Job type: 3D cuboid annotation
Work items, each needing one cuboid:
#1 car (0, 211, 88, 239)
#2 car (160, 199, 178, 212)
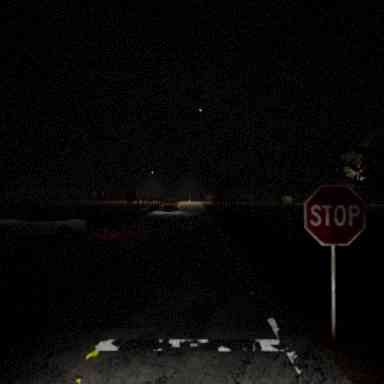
[{"bbox_3d":[-7.530,1.593,16.131,4.718,1.301,1.895,1,-1,-15],"label":"car"},{"bbox_3d":[-2.716,1.539,40.356,1.882,1.535,5.008,0,0,0],"label":"car"}]
